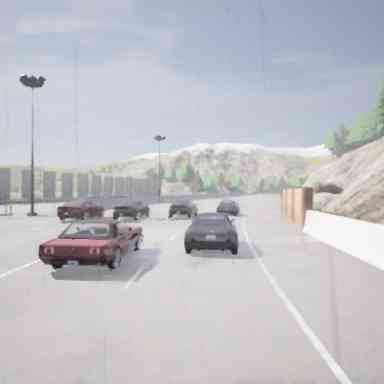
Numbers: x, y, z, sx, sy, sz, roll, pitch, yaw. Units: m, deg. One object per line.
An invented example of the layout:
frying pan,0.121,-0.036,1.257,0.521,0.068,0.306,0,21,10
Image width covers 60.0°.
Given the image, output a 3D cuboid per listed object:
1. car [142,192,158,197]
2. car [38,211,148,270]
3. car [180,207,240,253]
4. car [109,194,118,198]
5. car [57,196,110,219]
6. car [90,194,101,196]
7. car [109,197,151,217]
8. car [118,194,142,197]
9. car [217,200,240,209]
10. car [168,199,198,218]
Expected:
car,-8.455,0.954,67.822,2.150,2.045,5.566,0,0,18
car,-2.930,1.540,10.834,1.895,1.301,4.718,0,0,4
car,0.812,1.503,13.372,1.994,1.385,4.181,0,0,5
car,-15.685,1.138,68.137,1.895,1.301,4.718,0,0,17
car,-8.304,1.330,25.371,1.882,1.535,5.008,0,0,8
car,-19.620,1.162,67.274,1.994,1.385,4.181,0,0,17
car,-4.645,1.366,26.082,1.837,1.490,4.892,0,0,9
car,-12.454,1.165,66.743,1.994,1.385,4.181,0,0,17
car,3.439,1.428,31.381,1.994,1.385,4.181,0,0,11
car,-0.696,1.369,28.426,1.837,1.490,4.892,0,0,10
